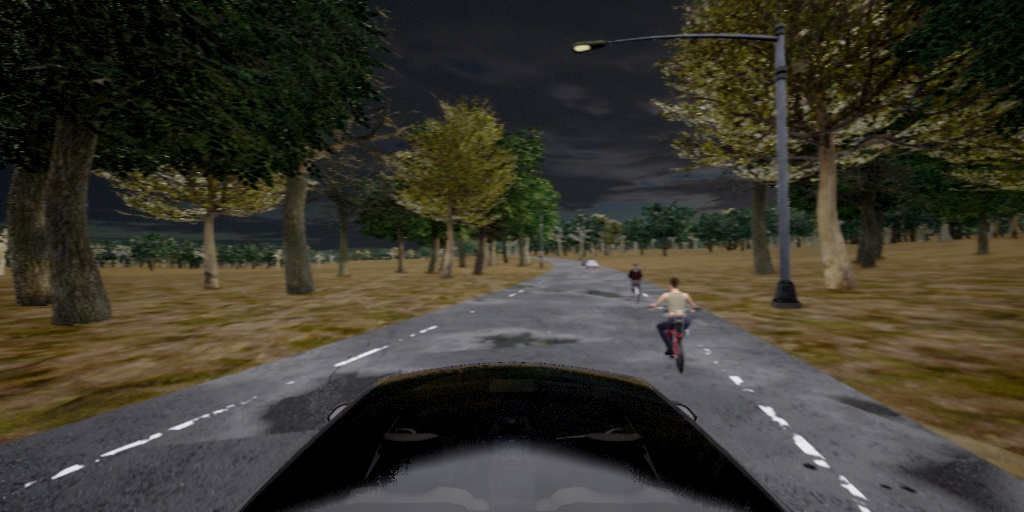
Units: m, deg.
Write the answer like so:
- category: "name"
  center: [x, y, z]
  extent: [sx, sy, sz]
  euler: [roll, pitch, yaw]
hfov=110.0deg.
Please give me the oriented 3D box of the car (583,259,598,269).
- category: "car"
  center: [13.853, 1.427, 62.422]
  extent: [1.812, 1.442, 4.674]
  euler: [-1, 0, 9]

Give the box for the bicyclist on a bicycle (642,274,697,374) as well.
- category: "bicyclist on a bicycle"
  center: [2.945, 1.186, 6.512]
  extent: [0.866, 1.612, 1.509]
  euler: [-1, -2, 15]

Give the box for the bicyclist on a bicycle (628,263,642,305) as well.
- category: "bicyclist on a bicycle"
  center: [5.253, 1.160, 15.279]
  extent: [0.659, 1.776, 1.843]
  euler: [-1, 0, 14]
